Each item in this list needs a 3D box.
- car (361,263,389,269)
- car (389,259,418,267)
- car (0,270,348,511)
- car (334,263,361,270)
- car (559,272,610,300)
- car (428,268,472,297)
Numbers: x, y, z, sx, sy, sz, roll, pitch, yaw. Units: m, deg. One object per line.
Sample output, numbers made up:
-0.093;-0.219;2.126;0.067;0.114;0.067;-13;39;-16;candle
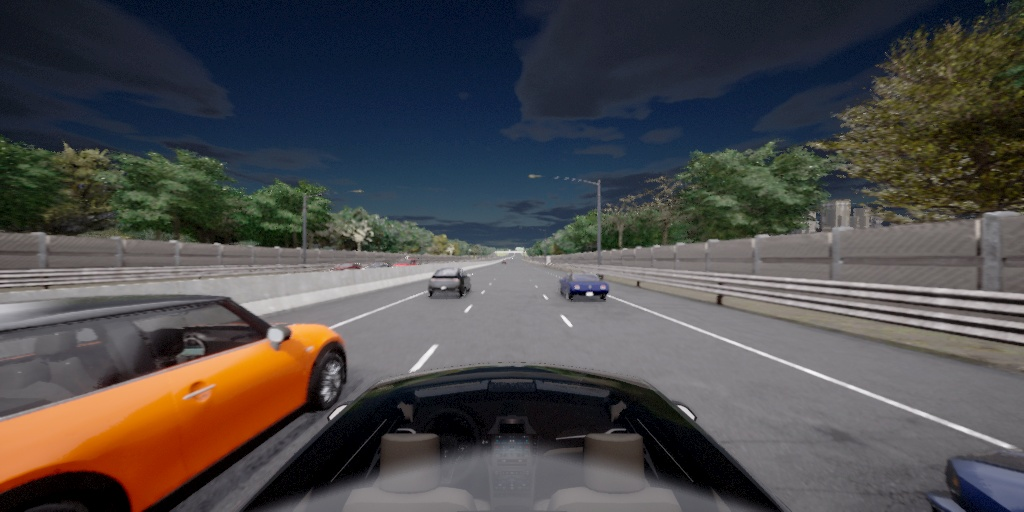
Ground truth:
-17.544;1.675;47.348;2.128;1.511;4.902;0;-1;0;car
-14.043;1.409;47.651;2.150;2.045;5.566;0;-1;1;car
-3.400;1.117;3.316;2.097;1.767;4.553;0;-1;0;car
-21.048;1.650;46.243;1.882;1.535;5.008;0;-1;0;car
3.605;1.508;18.853;1.895;1.301;4.718;0;-1;0;car
-3.395;1.411;20.160;2.128;1.511;4.902;0;-1;0;car
